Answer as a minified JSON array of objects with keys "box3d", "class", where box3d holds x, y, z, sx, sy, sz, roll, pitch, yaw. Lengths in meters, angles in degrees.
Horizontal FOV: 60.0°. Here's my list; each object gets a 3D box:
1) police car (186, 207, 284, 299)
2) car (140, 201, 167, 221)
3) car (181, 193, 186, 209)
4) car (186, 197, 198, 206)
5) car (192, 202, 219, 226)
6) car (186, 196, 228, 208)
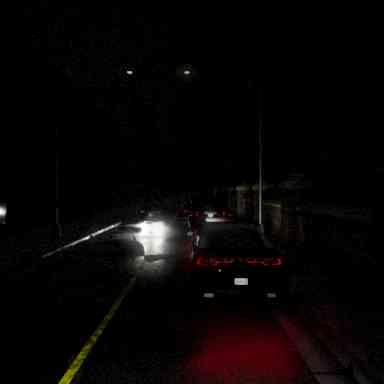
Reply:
[{"box3d":[0.894,1.426,8.643,1.930,1.638,5.238,0,0,0],"class":"police car"},{"box3d":[-3.117,1.499,27.514,2.128,1.511,4.902,0,0,0],"class":"car"},{"box3d":[-0.013,1.377,45.283,2.097,1.767,4.553,0,0,0],"class":"car"},{"box3d":[-0.039,1.606,58.538,1.994,1.385,4.181,0,0,0],"class":"car"},{"box3d":[0.884,1.532,24.534,1.812,1.442,4.674,0,0,0],"class":"car"},{"box3d":[0.888,1.229,18.563,2.150,2.045,5.566,0,0,0],"class":"car"}]
